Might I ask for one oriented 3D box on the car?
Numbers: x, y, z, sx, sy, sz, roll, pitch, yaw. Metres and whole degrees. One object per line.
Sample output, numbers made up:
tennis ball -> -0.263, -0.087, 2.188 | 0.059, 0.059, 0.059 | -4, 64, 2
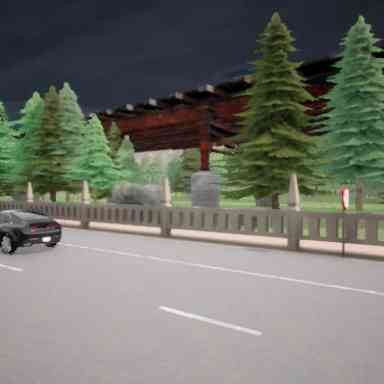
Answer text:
car -> -7.237, 1.488, 13.448 | 4.892, 1.490, 1.837 | -1, 0, 35
